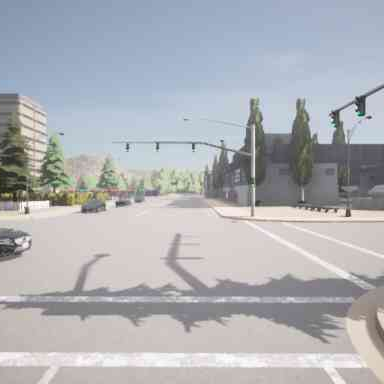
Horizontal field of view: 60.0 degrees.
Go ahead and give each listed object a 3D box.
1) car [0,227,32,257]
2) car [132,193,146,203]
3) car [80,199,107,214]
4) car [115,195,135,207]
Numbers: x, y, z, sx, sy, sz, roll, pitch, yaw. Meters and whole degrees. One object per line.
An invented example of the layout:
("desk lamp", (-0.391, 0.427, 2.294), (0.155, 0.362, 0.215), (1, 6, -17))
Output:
("car", (-7.929, 1.535, 11.282), (4.674, 1.442, 1.812), (0, 0, 2))
("car", (-10.596, 1.526, 67.533), (1.837, 1.490, 4.892), (0, 1, 0))
("car", (-10.647, 1.520, 36.363), (1.837, 1.490, 4.892), (0, 0, 0))
("car", (-10.657, 1.623, 51.665), (1.895, 1.301, 4.718), (0, 0, 0))
